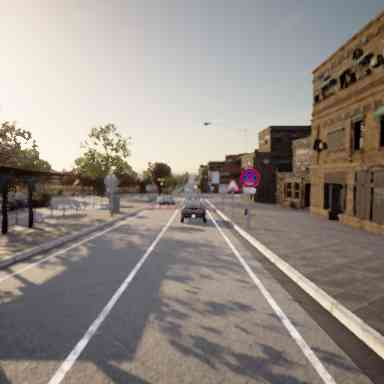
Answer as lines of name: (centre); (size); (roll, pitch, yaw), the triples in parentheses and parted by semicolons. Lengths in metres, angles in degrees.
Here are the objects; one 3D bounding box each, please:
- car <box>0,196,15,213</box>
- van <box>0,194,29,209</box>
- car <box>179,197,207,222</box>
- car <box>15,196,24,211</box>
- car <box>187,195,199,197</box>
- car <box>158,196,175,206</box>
car: (-21.920, 1.456, 34.685); (5.366, 1.575, 1.946); (0, 0, 0)
van: (-21.994, 1.233, 40.235); (4.442, 1.987, 1.878); (0, 0, 0)
car: (0.108, 1.421, 25.618); (1.837, 1.490, 4.892); (0, 0, 0)
car: (-22.138, 1.488, 37.462); (4.792, 1.488, 2.163); (0, 0, 0)
car: (0.112, 1.062, 41.136); (2.033, 1.411, 5.357); (0, -3, 0)
car: (-3.283, 1.227, 44.081); (1.994, 1.385, 4.181); (0, 1, 1)
